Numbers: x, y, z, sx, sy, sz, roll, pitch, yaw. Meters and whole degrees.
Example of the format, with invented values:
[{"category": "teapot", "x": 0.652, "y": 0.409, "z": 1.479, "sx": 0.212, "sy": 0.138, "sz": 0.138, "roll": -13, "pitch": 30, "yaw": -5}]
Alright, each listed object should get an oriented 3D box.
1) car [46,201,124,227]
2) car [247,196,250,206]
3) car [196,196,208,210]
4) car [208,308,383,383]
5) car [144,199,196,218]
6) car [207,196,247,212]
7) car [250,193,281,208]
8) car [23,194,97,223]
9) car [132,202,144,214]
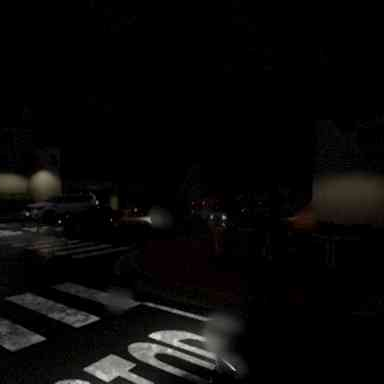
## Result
[{"category": "car", "x": -6.959, "y": 1.540, "z": 22.507, "sx": 1.895, "sy": 1.301, "sz": 4.718, "roll": 0, "pitch": 0, "yaw": 35}, {"category": "car", "x": 7.898, "y": 1.435, "z": 49.310, "sx": 1.837, "sy": 1.490, "sz": 4.892, "roll": 0, "pitch": 0, "yaw": 36}, {"category": "car", "x": 1.918, "y": 1.281, "z": 40.986, "sx": 2.097, "sy": 1.767, "sz": 4.553, "roll": 0, "pitch": 0, "yaw": 36}, {"category": "car", "x": 2.331, "y": 1.528, "z": 2.331, "sx": 4.674, "sy": 1.442, "sz": 1.812, "roll": 0, "pitch": 0, "yaw": 35}, {"category": "car", "x": -1.855, "y": 1.504, "z": 29.672, "sx": 1.994, "sy": 1.385, "sz": 4.181, "roll": 0, "pitch": 0, "yaw": 35}, {"category": "car", "x": 4.106, "y": 1.445, "z": 38.027, "sx": 1.837, "sy": 1.490, "sz": 4.892, "roll": 0, "pitch": 0, "yaw": 35}, {"category": "car", "x": 10.860, "y": 1.163, "z": 47.420, "sx": 2.150, "sy": 2.045, "sz": 5.566, "roll": 0, "pitch": 0, "yaw": 37}, {"category": "car", "x": -9.582, "y": 1.150, "z": 24.886, "sx": 2.150, "sy": 2.045, "sz": 5.566, "roll": 0, "pitch": 0, "yaw": 36}, {"category": "car", "x": -3.805, "y": 1.420, "z": 32.962, "sx": 2.128, "sy": 1.511, "sz": 4.902, "roll": 0, "pitch": 0, "yaw": 36}]
